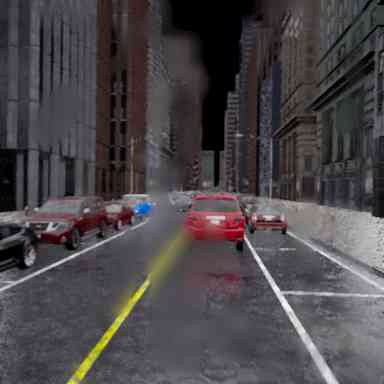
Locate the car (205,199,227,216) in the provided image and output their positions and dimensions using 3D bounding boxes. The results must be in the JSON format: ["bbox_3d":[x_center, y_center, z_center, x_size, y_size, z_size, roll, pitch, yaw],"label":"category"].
[{"bbox_3d":[2.219,1.369,31.321,1.895,1.301,4.718,1,0,4],"label":"car"}]

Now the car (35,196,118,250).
[{"bbox_3d":[-4.933,1.118,13.473,2.192,1.841,5.009,1,0,4],"label":"car"}]

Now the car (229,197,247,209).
[{"bbox_3d":[5.579,1.306,40.988,1.947,1.339,4.313,1,0,4],"label":"car"}]

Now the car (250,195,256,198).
[{"bbox_3d":[4.777,1.138,29.742,2.192,1.841,5.009,1,0,4],"label":"car"}]

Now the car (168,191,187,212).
[{"bbox_3d":[-0.839,1.055,32.986,2.097,1.767,4.553,1,1,4],"label":"car"}]

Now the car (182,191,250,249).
[{"bbox_3d":[0.997,1.116,14.162,2.150,2.045,5.566,1,1,4],"label":"car"}]

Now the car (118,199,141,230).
[{"bbox_3d":[-4.533,1.307,19.098,1.887,1.381,4.507,1,0,4],"label":"car"}]

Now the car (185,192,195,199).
[{"bbox_3d":[-0.508,0.797,75.318,1.967,1.590,4.097,1,0,4],"label":"car"}]

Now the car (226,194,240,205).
[{"bbox_3d":[6.386,1.098,52.229,1.967,1.590,4.097,1,0,4],"label":"car"}]

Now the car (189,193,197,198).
[{"bbox_3d":[0.296,0.845,86.564,1.947,1.339,4.313,1,0,4],"label":"car"}]

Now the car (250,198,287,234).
[{"bbox_3d":[3.971,1.346,18.499,1.967,1.590,4.097,1,0,4],"label":"car"}]

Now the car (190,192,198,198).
[{"bbox_3d":[0.698,0.807,92.185,1.947,1.339,4.313,1,0,4],"label":"car"}]

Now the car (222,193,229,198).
[{"bbox_3d":[9.201,0.966,91.583,1.802,1.307,4.206,1,0,4],"label":"car"}]

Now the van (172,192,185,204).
[{"bbox_3d":[-2.116,0.855,52.829,1.690,1.788,3.998,1,0,4],"label":"van"}]

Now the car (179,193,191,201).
[{"bbox_3d":[-1.314,0.985,64.074,2.008,1.369,4.403,1,0,4],"label":"car"}]

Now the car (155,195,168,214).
[{"bbox_3d":[-3.727,1.119,30.341,1.967,1.590,4.097,1,0,4],"label":"car"}]

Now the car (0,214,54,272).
[{"bbox_3d":[-5.339,1.411,7.854,1.947,1.339,4.313,1,0,4],"label":"car"}]

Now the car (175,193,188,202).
[{"bbox_3d":[-1.728,1.001,58.283,1.752,1.417,4.829,1,0,4],"label":"car"}]

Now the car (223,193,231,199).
[{"bbox_3d":[8.396,1.043,80.340,1.802,1.307,4.206,1,0,4],"label":"car"}]

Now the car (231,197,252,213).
[{"bbox_3d":[5.177,1.326,35.366,1.887,1.381,4.507,1,0,4],"label":"car"}]

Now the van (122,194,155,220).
[{"bbox_3d":[-4.128,1.062,24.718,1.690,1.788,3.998,1,0,4],"label":"van"}]

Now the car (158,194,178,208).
[{"bbox_3d":[-2.922,1.037,41.586,1.967,1.590,4.097,1,0,4],"label":"car"}]

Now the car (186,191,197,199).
[{"bbox_3d":[-0.103,0.633,80.939,2.192,1.841,5.009,1,0,4],"label":"car"}]

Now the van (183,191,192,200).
[{"bbox_3d":[-0.909,0.736,69.695,1.690,1.788,3.998,1,0,4],"label":"van"}]

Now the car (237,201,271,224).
[{"bbox_3d":[4.372,1.430,24.122,1.947,1.339,4.313,1,0,4],"label":"car"}]
